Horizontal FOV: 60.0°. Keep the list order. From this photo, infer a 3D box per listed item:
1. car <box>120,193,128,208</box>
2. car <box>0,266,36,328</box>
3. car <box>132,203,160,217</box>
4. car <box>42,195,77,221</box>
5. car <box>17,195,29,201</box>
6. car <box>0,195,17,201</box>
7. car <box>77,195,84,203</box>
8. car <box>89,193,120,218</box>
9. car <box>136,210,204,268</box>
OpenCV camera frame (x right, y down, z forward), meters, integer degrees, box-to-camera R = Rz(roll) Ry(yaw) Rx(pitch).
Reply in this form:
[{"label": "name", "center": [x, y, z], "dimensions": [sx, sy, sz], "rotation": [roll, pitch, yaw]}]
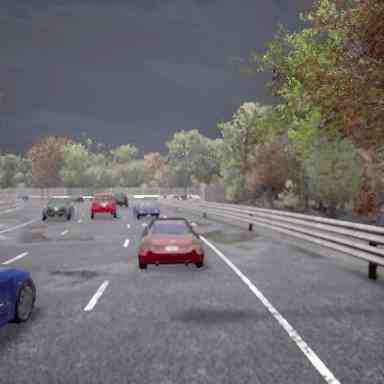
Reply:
[{"label": "car", "center": [-10.423, 1.185, 46.254], "dimensions": [2.150, 2.045, 5.566], "rotation": [0, 0, -24]}, {"label": "car", "center": [-3.680, 1.531, 4.133], "dimensions": [1.812, 1.442, 4.674], "rotation": [0, 0, -3]}, {"label": "car", "center": [-4.008, 1.570, 28.381], "dimensions": [1.895, 1.301, 4.718], "rotation": [0, 0, -15]}, {"label": "car", "center": [-11.037, 1.346, 27.719], "dimensions": [2.097, 1.767, 4.553], "rotation": [0, 0, -16]}, {"label": "car", "center": [-42.656, 1.457, 83.107], "dimensions": [5.008, 1.535, 1.882], "rotation": [0, 0, 38]}, {"label": "car", "center": [-44.908, 1.495, 80.428], "dimensions": [4.892, 1.490, 1.837], "rotation": [0, 0, 38]}, {"label": "car", "center": [-23.999, 1.474, 68.655], "dimensions": [1.837, 1.490, 4.892], "rotation": [0, 0, -40]}, {"label": "car", "center": [-8.047, 1.202, 30.151], "dimensions": [2.150, 2.045, 5.566], "rotation": [0, 0, -16]}, {"label": "car", "center": [-0.759, 1.549, 11.292], "dimensions": [1.994, 1.385, 4.181], "rotation": [0, 0, -6]}]
